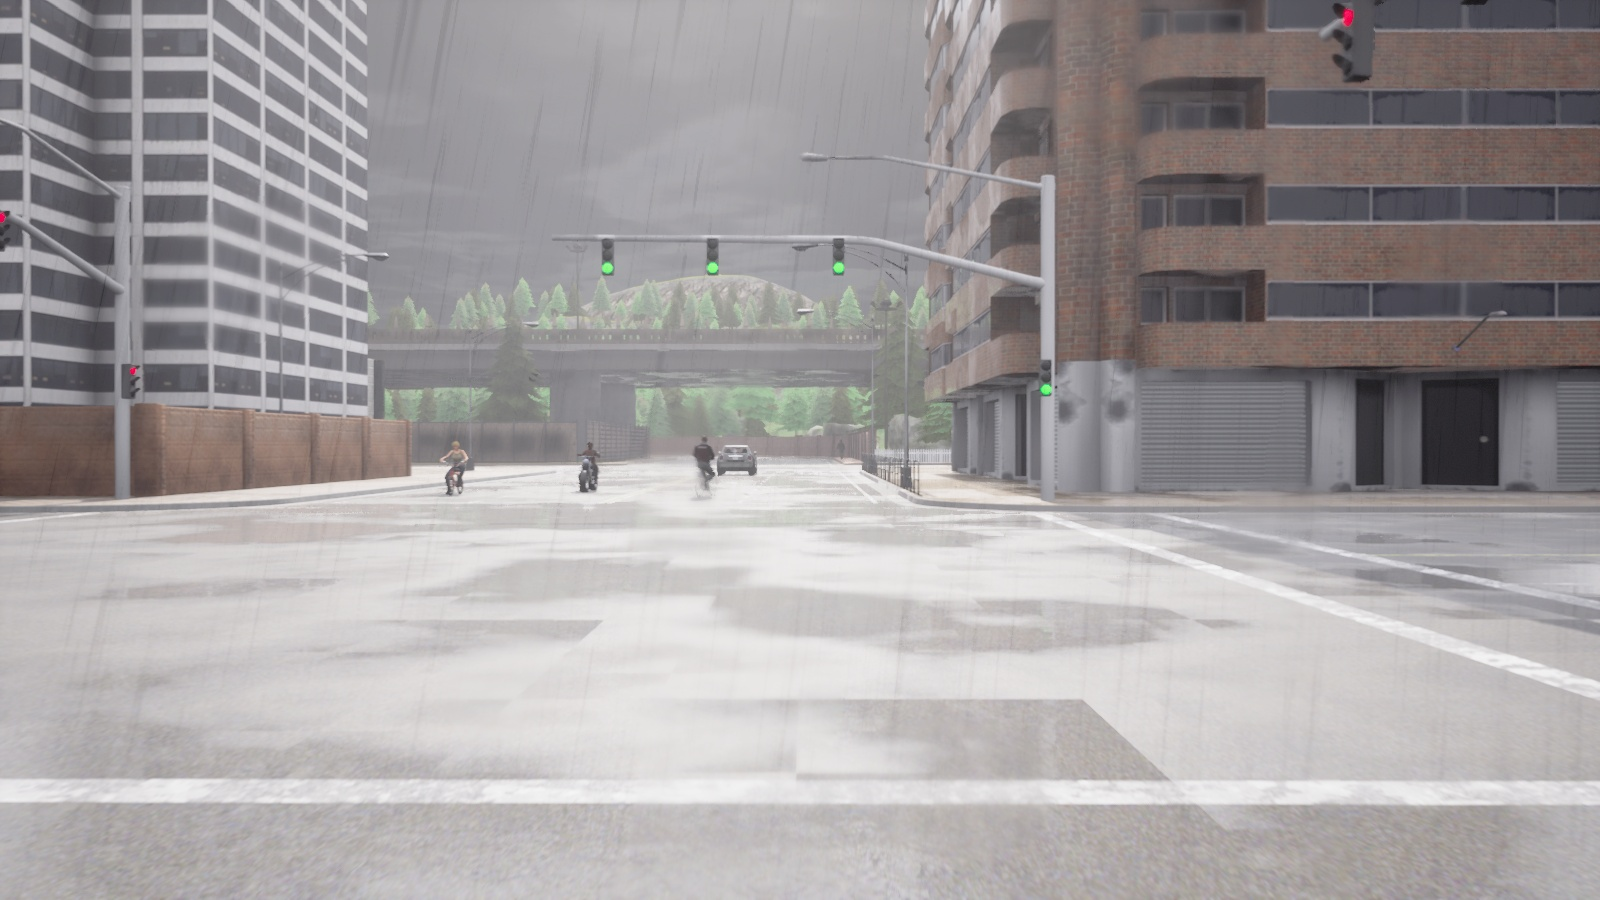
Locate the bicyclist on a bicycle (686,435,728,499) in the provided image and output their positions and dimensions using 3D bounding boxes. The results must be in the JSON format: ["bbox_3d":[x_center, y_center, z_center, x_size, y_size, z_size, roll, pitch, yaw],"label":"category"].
[{"bbox_3d":[-2.633,0.469,35.751,0.659,1.776,1.843,0,0,14],"label":"bicyclist on a bicycle"}]

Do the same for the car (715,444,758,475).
[{"bbox_3d":[-3.137,0.451,62.968,1.970,1.475,3.806,0,0,0],"label":"car"}]

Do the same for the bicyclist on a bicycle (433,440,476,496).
[{"bbox_3d":[-10.271,0.522,37.369,0.866,1.612,1.509,0,0,1],"label":"bicyclist on a bicycle"}]

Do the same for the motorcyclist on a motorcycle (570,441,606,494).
[{"bbox_3d":[-6.760,0.527,40.156,0.766,1.649,2.350,0,0,0],"label":"motorcyclist on a motorcycle"}]
